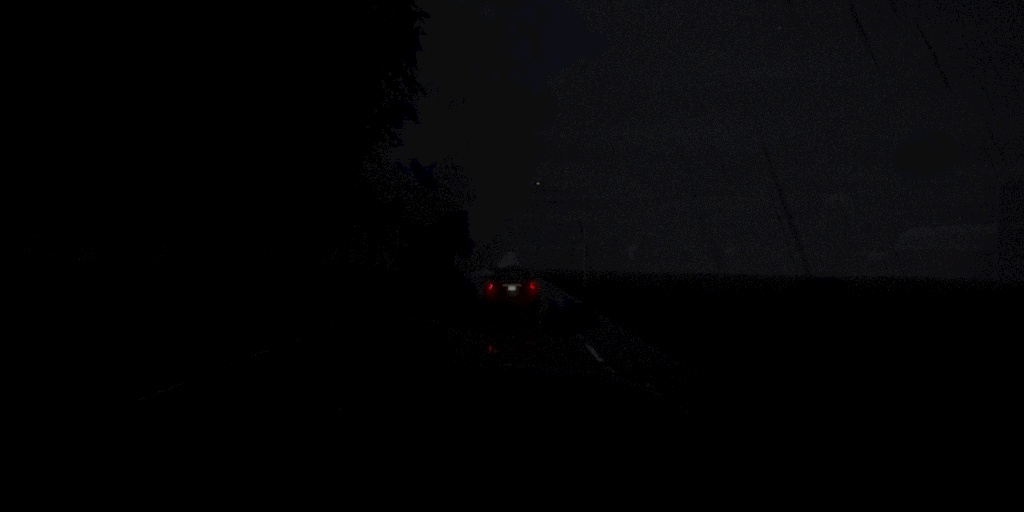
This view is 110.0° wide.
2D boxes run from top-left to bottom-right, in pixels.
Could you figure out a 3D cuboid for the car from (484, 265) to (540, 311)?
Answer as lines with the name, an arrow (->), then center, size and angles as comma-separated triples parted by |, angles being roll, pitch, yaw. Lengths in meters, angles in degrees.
car -> 0.022, 1.240, 15.280 | 2.097, 1.767, 4.553 | 0, -1, 1
